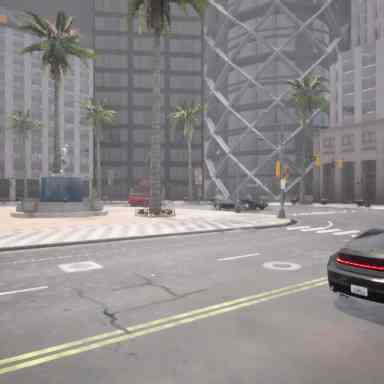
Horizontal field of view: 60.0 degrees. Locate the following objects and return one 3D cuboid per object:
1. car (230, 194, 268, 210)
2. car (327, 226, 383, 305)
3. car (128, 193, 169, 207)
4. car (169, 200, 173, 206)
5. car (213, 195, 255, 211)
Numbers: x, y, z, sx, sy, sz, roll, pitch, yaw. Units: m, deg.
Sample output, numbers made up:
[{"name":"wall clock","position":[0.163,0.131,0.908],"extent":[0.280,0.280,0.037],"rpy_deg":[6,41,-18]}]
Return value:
[{"name":"car","position":[7.120,1.222,43.112],"extent":[2.150,2.045,5.566],"rpy_deg":[0,0,-41]},{"name":"car","position":[4.956,1.505,7.331],"extent":[4.892,1.490,1.837],"rpy_deg":[0,0,-35]},{"name":"car","position":[-6.763,1.219,49.424],"extent":[5.566,2.045,2.150],"rpy_deg":[0,0,21]},{"name":"car","position":[-5.237,1.526,52.426],"extent":[4.674,1.442,1.812],"rpy_deg":[0,0,22]},{"name":"car","position":[4.752,1.491,40.427],"extent":[2.128,1.511,4.902],"rpy_deg":[0,0,-42]}]
